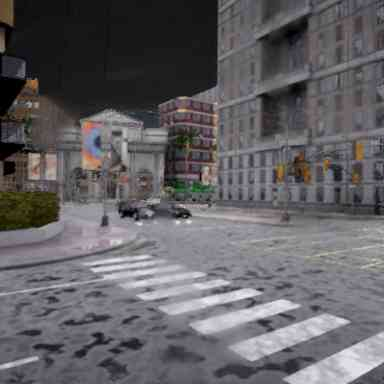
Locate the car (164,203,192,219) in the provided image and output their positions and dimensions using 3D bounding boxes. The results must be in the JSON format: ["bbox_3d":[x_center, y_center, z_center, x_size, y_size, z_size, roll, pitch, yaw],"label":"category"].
[{"bbox_3d":[-2.148,1.744,31.475,2.033,1.411,5.357,1,0,-35],"label":"car"}]

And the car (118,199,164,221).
[{"bbox_3d":[-4.831,1.646,29.210,2.128,1.511,4.902,1,0,-35],"label":"car"}]

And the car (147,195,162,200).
[{"bbox_3d":[-6.745,1.566,59.302,2.150,2.045,5.566,1,0,-15],"label":"car"}]
